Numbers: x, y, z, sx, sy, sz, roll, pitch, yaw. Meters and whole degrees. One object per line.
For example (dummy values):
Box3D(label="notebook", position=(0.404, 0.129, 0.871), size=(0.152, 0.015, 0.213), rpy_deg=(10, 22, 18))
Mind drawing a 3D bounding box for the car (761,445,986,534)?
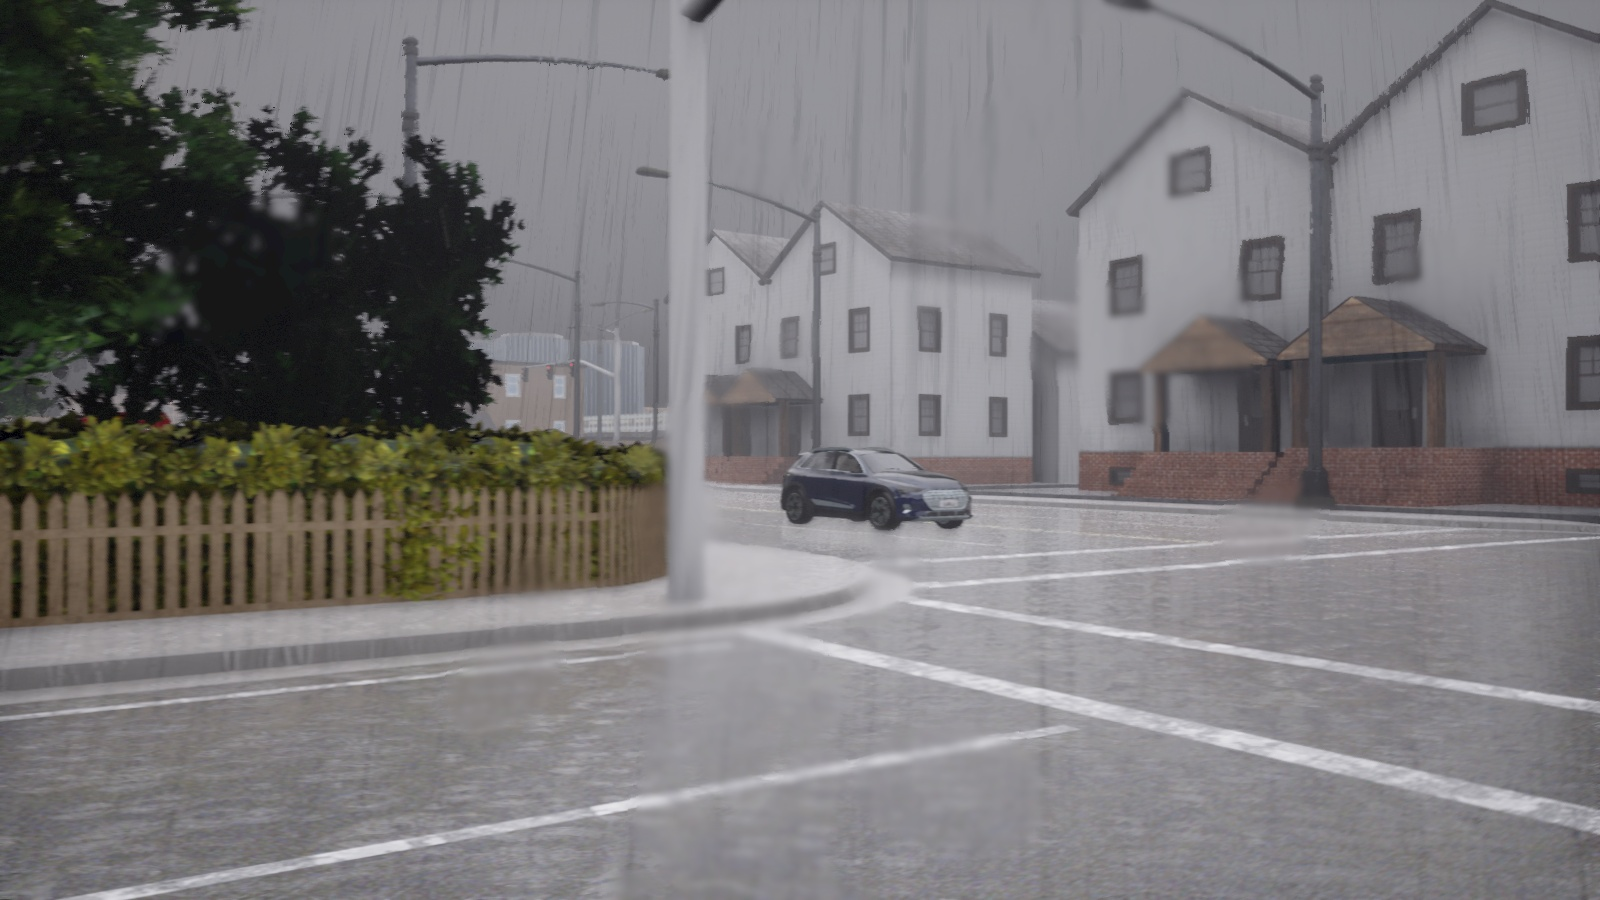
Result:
Box3D(label="car", position=(1.382, 0.735, 25.715), size=(2.033, 1.649, 4.856), rpy_deg=(0, 0, -35))
